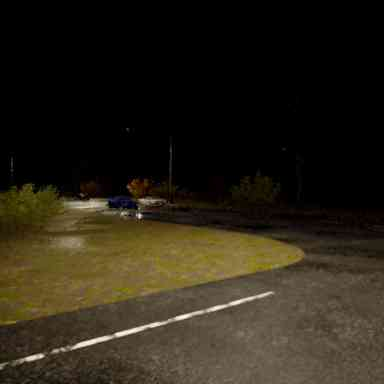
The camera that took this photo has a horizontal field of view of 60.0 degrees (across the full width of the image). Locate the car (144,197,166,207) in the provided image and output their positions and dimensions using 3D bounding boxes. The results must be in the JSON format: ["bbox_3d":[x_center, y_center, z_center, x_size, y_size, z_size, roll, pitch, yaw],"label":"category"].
[{"bbox_3d":[-5.467,1.256,44.793,1.895,1.301,4.718,-1,1,-37],"label":"car"}]

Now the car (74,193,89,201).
[{"bbox_3d":[-22.380,1.007,67.095,2.128,1.511,4.902,-1,1,-37],"label":"car"}]

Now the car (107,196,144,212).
[{"bbox_3d":[-7.548,1.228,35.952,1.882,1.535,5.008,-1,1,-37],"label":"car"}]
